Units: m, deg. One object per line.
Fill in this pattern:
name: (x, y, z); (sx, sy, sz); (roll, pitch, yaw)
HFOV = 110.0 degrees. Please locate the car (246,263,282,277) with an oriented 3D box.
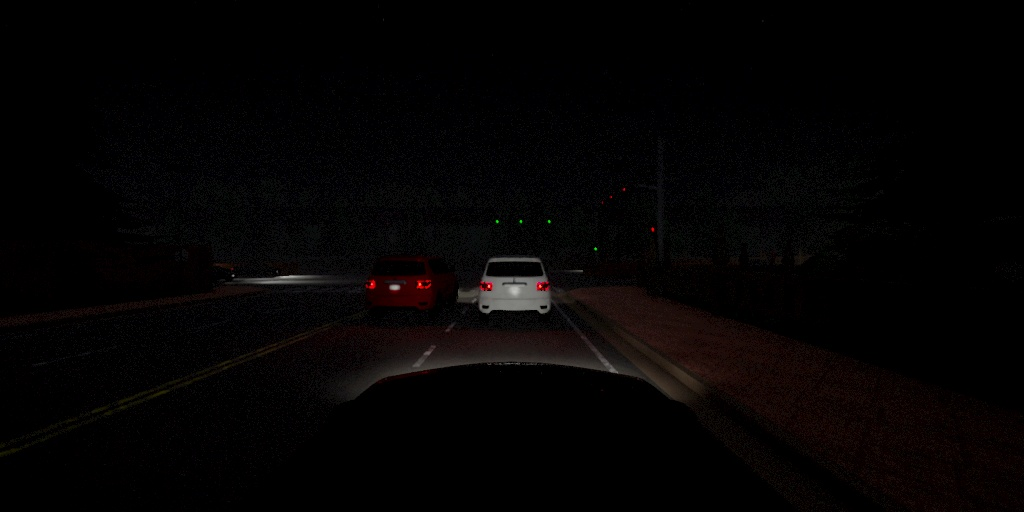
car: (-24.950, 1.357, 35.052); (4.181, 1.385, 1.994); (0, 0, 0)

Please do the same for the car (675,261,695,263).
car: (23.336, 1.359, 48.951); (5.357, 1.411, 2.033); (0, 0, 0)

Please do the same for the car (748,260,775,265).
car: (33.183, 1.282, 48.916); (4.892, 1.490, 1.837); (-1, 0, 0)

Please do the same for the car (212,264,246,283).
car: (-24.230, 1.276, 28.034); (4.902, 1.511, 2.128); (0, 0, 1)

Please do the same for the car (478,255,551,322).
car: (0.092, 0.989, 12.472); (2.150, 2.045, 5.566); (0, 0, 0)

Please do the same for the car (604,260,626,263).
car: (13.568, 1.316, 49.007); (4.892, 1.490, 1.837); (0, 0, 0)

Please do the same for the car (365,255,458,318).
car: (-3.410, 0.990, 13.154); (2.150, 2.045, 5.566); (0, 0, 0)
